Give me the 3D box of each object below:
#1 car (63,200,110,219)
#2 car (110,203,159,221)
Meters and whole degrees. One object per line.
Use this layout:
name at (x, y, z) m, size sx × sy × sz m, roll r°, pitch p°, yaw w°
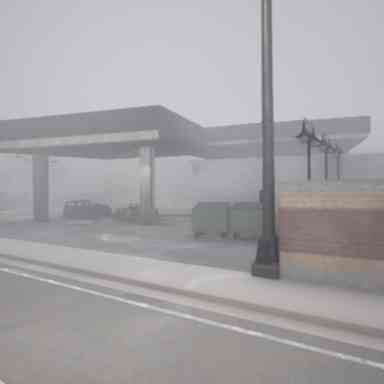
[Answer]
car at (-9.782, 1.580, 31.453) m, size 2.242 × 1.667 × 4.611 m, roll -1°, pitch 0°, yaw 37°
car at (-4.706, 1.678, 28.653) m, size 1.970 × 1.475 × 3.806 m, roll -1°, pitch 0°, yaw 37°
